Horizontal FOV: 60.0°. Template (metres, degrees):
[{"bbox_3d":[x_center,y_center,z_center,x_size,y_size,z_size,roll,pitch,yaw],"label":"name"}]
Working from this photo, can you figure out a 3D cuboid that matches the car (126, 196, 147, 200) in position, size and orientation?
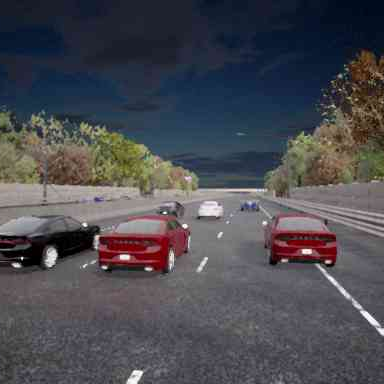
[{"bbox_3d":[-8.612,1.376,54.347,2.097,1.767,4.553,0,0,9],"label":"car"}]

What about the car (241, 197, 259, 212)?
[{"bbox_3d":[6.995,1.370,40.181,2.097,1.767,4.553,0,0,10],"label":"car"}]

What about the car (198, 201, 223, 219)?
[{"bbox_3d":[1.637,1.535,28.791,1.812,1.442,4.674,0,0,9],"label":"car"}]

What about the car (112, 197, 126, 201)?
[{"bbox_3d":[-11.876,1.516,56.064,2.128,1.511,4.902,0,0,9],"label":"car"}]

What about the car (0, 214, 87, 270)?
[{"bbox_3d":[-4.762,1.476,11.112,1.882,1.535,5.008,0,0,9],"label":"car"}]

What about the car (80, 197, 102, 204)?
[{"bbox_3d":[-15.948,1.544,52.871,1.812,1.442,4.674,0,0,10],"label":"car"}]

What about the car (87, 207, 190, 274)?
[{"bbox_3d":[-1.277,1.477,10.735,1.882,1.535,5.008,0,0,9],"label":"car"}]

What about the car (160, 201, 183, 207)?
[{"bbox_3d":[-1.822,1.534,29.303,1.812,1.442,4.674,0,0,9],"label":"car"}]

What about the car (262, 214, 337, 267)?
[{"bbox_3d":[3.538,1.481,11.546,1.882,1.535,5.008,0,0,9],"label":"car"}]

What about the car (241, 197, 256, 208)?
[{"bbox_3d":[8.501,1.575,49.991,2.033,1.411,5.357,0,0,9],"label":"car"}]
